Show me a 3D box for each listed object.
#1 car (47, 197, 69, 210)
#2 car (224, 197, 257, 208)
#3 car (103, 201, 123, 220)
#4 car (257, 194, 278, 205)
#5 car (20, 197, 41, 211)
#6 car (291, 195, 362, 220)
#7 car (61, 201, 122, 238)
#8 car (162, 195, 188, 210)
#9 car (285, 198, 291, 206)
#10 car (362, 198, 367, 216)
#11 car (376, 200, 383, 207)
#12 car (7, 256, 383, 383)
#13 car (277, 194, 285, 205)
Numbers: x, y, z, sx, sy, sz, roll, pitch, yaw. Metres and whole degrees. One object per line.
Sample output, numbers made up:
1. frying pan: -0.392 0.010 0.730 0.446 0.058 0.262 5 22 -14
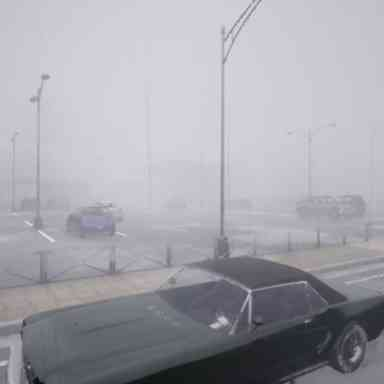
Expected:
1. car: -16.350 1.372 40.741 2.152 1.636 5.027 0 0 -32
2. car: 6.270 1.431 45.722 2.007 1.523 4.514 0 0 -32
3. car: -6.617 1.427 24.813 1.970 1.475 3.806 0 0 -32
4. car: 12.712 1.544 58.877 1.970 1.475 3.806 0 0 -32
5. car: -18.986 1.368 39.039 2.007 1.523 4.514 0 0 -32
6. car: 10.626 1.206 26.636 1.932 1.855 4.605 0 0 -32
7. car: -5.228 1.405 16.937 1.845 1.501 3.633 0 0 -32
8. car: -2.238 1.411 40.481 1.845 1.501 3.633 0 0 -32
9. car: 17.224 1.282 51.697 1.932 1.855 4.605 0 0 -32
10. car: 12.875 1.197 28.521 1.905 1.878 3.866 0 0 -32
11. car: 28.404 1.512 46.862 2.007 1.523 4.514 0 0 -32
12. car: 0.374 1.610 4.188 4.718 1.301 1.895 0 0 -32
13. car: 15.859 1.274 60.115 1.905 1.878 3.866 0 0 -32
